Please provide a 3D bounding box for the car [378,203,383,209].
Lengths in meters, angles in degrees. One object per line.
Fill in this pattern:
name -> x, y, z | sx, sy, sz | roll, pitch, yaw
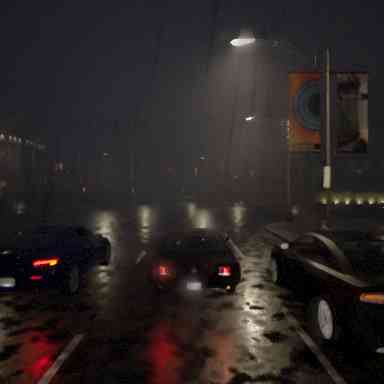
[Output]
car -> 25.541, 1.547, 40.633 | 4.718, 1.301, 1.895 | 0, 0, 0

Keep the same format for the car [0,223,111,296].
car -> -3.438, 1.515, 8.520 | 1.812, 1.442, 4.674 | 0, 0, 0

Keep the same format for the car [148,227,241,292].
car -> 0.065, 1.589, 8.845 | 1.895, 1.301, 4.718 | 0, 0, 0

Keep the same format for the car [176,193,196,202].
car -> -1.212, 1.132, 72.624 | 2.150, 2.045, 5.566 | 0, 0, 30

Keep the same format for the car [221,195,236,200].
car -> 9.393, 1.414, 85.013 | 4.674, 1.442, 1.812 | 0, 0, -40

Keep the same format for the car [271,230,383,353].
car -> 2.901, 1.471, 6.381 | 2.097, 1.535, 5.008 | 0, 0, 0
